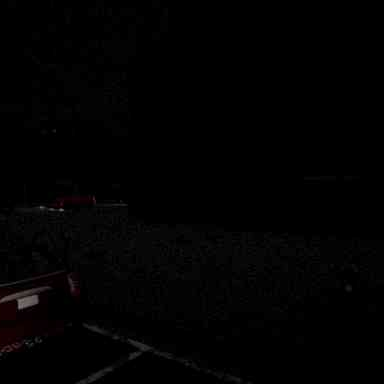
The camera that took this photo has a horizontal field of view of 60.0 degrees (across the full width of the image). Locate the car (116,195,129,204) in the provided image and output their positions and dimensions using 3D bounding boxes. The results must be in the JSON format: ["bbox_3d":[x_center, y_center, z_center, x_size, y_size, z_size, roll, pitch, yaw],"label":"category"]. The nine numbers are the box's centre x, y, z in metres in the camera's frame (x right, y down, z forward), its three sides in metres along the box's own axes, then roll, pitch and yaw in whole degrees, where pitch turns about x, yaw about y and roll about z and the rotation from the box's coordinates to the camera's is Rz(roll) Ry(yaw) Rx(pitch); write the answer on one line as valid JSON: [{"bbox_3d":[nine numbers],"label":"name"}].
[{"bbox_3d":[-7.685,0.821,43.762,1.895,1.301,4.718,1,2,35],"label":"car"}]

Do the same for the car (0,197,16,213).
[{"bbox_3d":[-18.100,1.153,29.153,1.837,1.490,4.892,1,2,35],"label":"car"}]

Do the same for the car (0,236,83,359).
[{"bbox_3d":[-3.693,1.446,5.433,4.097,1.590,1.967,0,1,36],"label":"car"}]

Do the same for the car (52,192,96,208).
[{"bbox_3d":[-12.903,0.784,36.442,2.097,1.767,4.553,1,2,35],"label":"car"}]
